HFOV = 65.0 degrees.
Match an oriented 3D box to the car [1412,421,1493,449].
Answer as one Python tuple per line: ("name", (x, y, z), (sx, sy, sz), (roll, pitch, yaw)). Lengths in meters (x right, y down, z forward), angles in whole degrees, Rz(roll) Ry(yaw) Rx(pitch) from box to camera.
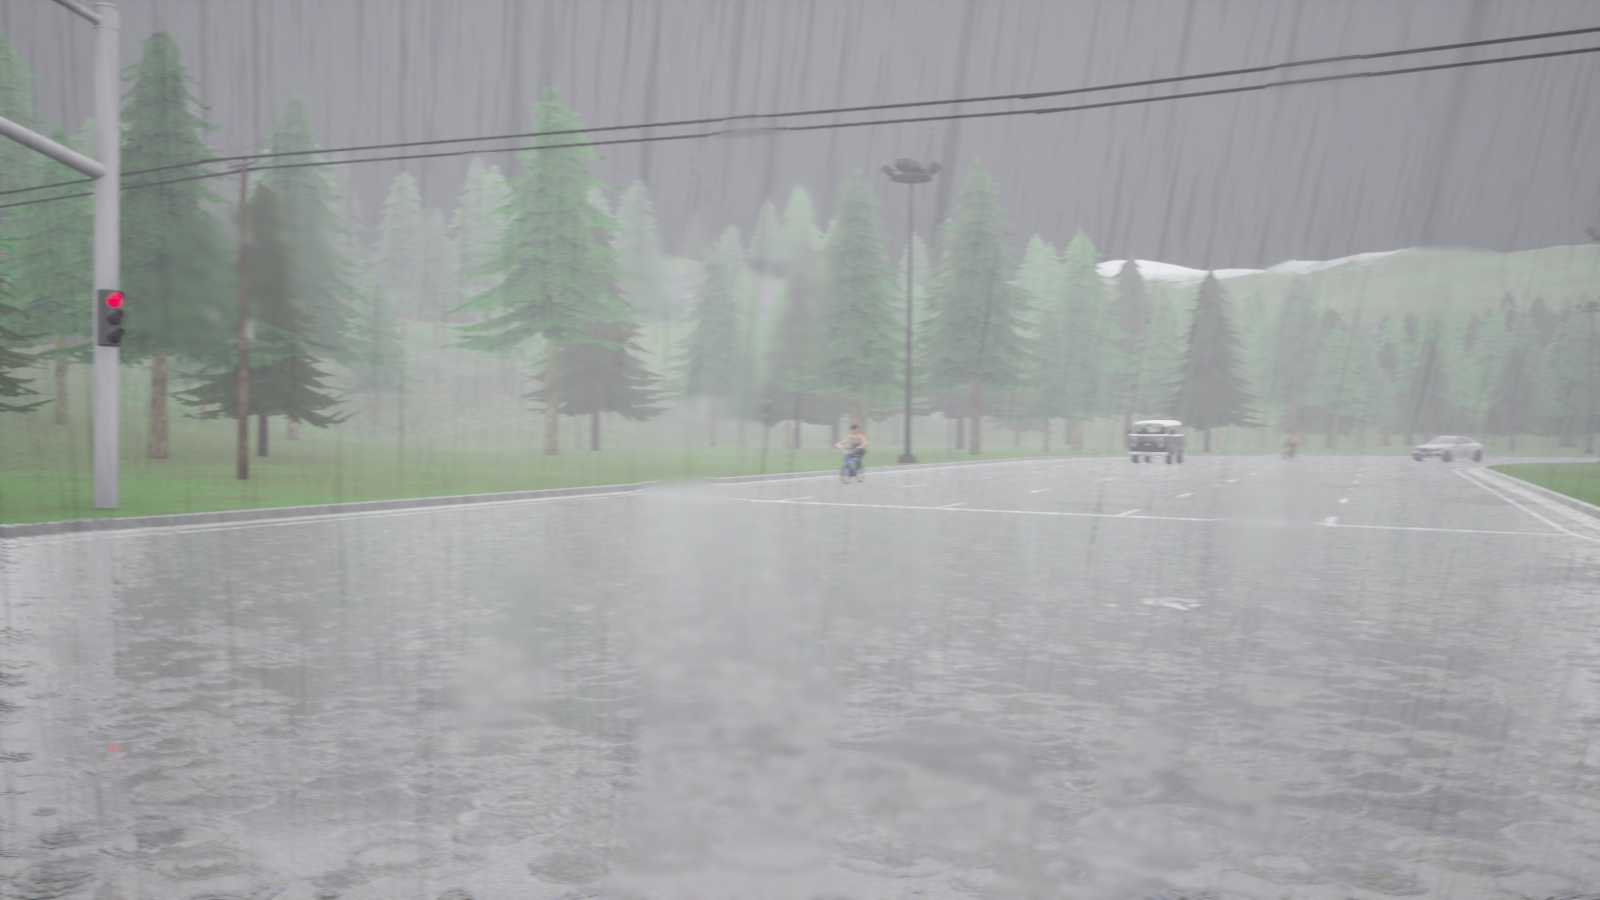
("car", (36.147, -0.838, 69.523), (4.674, 1.442, 1.812), (-1, 1, -31))

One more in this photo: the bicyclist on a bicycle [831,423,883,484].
("bicyclist on a bicycle", (1.570, 0.077, 34.099), (0.866, 1.612, 1.509), (0, 2, 26))

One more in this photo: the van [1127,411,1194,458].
("van", (16.673, -0.733, 57.977), (2.069, 2.038, 4.480), (0, 1, 28))
